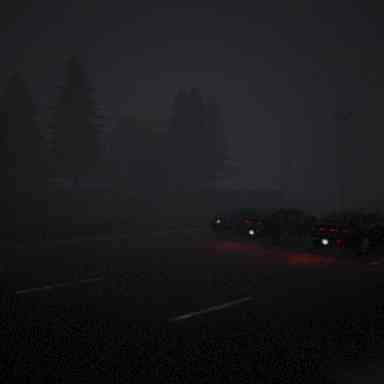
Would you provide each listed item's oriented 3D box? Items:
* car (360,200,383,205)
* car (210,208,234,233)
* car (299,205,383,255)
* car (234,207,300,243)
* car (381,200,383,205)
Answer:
[{"bbox_3d":[16.480,1.436,29.409,4.902,1.511,2.128,0,0,-37],"label":"car"},{"bbox_3d":[3.041,1.560,19.260,4.181,1.385,1.994,0,0,-37],"label":"car"},{"bbox_3d":[6.648,1.485,13.225,4.892,1.490,1.837,-1,0,-37],"label":"car"},{"bbox_3d":[4.545,1.495,16.023,4.892,1.490,1.837,-1,0,-37],"label":"car"},{"bbox_3d":[16.867,1.489,25.325,5.357,1.411,2.033,0,0,-37],"label":"car"}]
